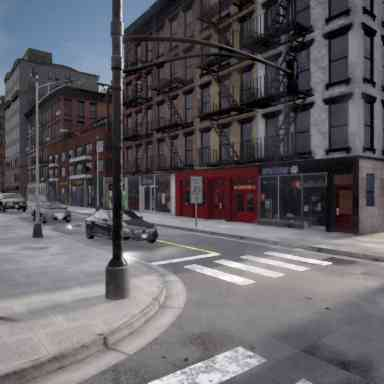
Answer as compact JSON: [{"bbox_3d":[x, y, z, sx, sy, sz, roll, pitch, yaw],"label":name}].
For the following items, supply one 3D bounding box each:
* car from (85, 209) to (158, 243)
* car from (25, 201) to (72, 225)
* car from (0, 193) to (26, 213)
[{"bbox_3d":[-3.383,1.508,15.235,1.812,1.442,4.674,0,0,-39],"label":"car"},{"bbox_3d":[-10.303,1.454,24.211,2.128,1.511,4.902,0,0,-38],"label":"car"},{"bbox_3d":[-19.831,1.156,36.651,2.150,2.045,5.566,0,0,-37],"label":"car"}]
